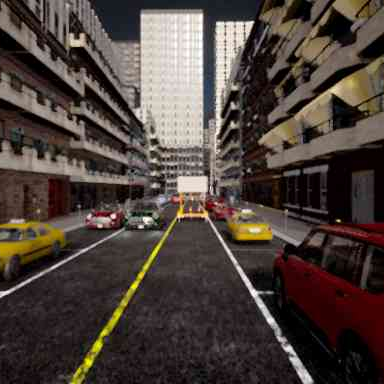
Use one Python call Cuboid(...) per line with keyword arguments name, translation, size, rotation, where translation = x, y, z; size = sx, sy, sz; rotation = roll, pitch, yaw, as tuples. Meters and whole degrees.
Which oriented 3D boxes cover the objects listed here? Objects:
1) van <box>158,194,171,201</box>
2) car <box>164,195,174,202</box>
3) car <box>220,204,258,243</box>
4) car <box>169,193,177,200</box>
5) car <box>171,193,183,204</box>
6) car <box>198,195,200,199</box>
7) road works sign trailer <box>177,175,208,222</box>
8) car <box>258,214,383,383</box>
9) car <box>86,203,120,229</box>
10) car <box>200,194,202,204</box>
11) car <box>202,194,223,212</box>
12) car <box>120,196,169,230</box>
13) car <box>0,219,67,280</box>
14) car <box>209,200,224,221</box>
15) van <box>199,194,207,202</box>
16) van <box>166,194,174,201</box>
Cuboid(name="van", translation=(-5.310, 1.326, 60.047), size=(1.690, 1.788, 3.998), rotation=(-1, 0, 0))
Cuboid(name="car", translation=(-5.304, 1.418, 76.694), size=(1.967, 1.590, 4.097), rotation=(-1, 0, 0))
Cuboid(name="car", translation=(2.560, 1.523, 15.842), size=(1.752, 1.417, 4.829), rotation=(-1, 0, 0))
Cuboid(name="car", translation=(-5.300, 1.284, 93.341), size=(2.192, 1.841, 5.009), rotation=(-1, 0, 0))
Cuboid(name="car", translation=(-2.761, 1.208, 61.911), size=(2.150, 2.045, 5.566), rotation=(0, 0, 1))
Cuboid(name="car", translation=(2.573, 1.510, 60.234), size=(1.752, 1.417, 4.829), rotation=(-1, 0, 0))
Cuboid(name="road works sign trailer", translation=(0.037, 0.460, 26.020), size=(2.380, 3.560, 2.880), rotation=(0, 0, -1))
Cuboid(name="car", translation=(2.554, 1.314, 4.574), size=(2.192, 1.841, 5.009), rotation=(-1, 0, 0))
Cuboid(name="car", translation=(-5.320, 1.437, 21.202), size=(1.967, 1.590, 4.097), rotation=(-1, 0, 0))
Cuboid(name="car", translation=(2.565, 1.305, 43.417), size=(2.192, 1.841, 5.009), rotation=(-1, 0, 0))
Cuboid(name="car", translation=(2.564, 1.307, 37.867), size=(2.192, 1.841, 5.009), rotation=(-1, 0, 0))
Cuboid(name="car", translation=(-2.843, 1.349, 20.798), size=(2.097, 1.767, 4.553), rotation=(0, 0, 0))
Cuboid(name="car", translation=(-5.322, 1.524, 9.934), size=(1.752, 1.417, 4.829), rotation=(-1, 0, 0))
Cuboid(name="car", translation=(2.564, 1.577, 26.770), size=(1.802, 1.307, 4.206), rotation=(-1, 0, 0))
Cuboid(name="van", translation=(2.575, 1.319, 76.711), size=(1.690, 1.788, 3.998), rotation=(-1, 0, 0))
Cuboid(name="van", translation=(-5.303, 1.316, 82.242), size=(1.690, 1.788, 3.998), rotation=(-1, 0, 0))
